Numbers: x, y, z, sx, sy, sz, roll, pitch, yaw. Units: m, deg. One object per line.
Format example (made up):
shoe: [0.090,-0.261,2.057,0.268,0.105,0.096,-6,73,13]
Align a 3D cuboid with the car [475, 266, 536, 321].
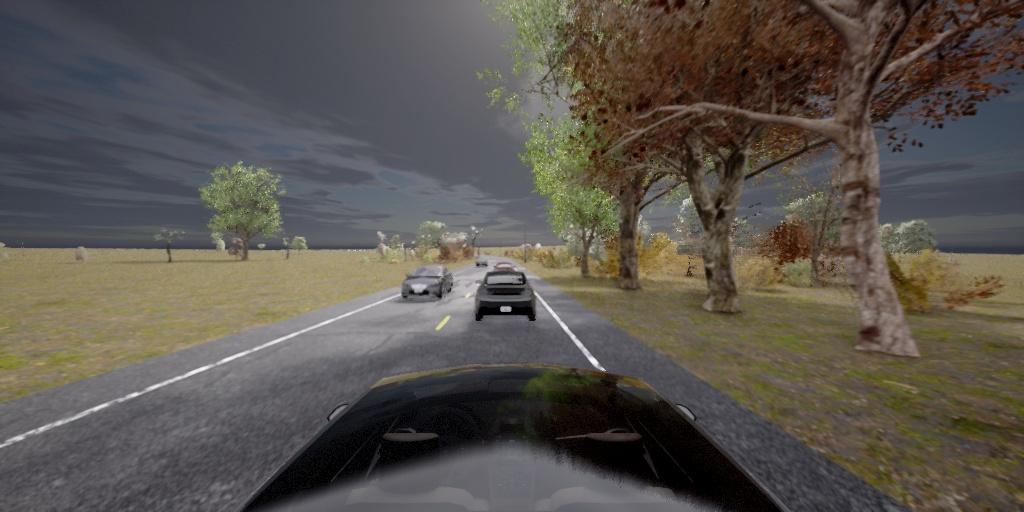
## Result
car: [-0.237,1.246,12.469,1.837,1.490,4.892,0,0,-1]

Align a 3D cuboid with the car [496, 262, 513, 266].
car: [-0.638,1.233,30.250,1.812,1.442,4.674,0,0,-1]

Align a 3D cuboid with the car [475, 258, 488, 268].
car: [-4.938,1.099,59.152,1.882,1.535,5.008,0,0,-1]

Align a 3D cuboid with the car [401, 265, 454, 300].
car: [-4.052,1.222,17.802,2.128,1.511,4.902,0,0,-1]
